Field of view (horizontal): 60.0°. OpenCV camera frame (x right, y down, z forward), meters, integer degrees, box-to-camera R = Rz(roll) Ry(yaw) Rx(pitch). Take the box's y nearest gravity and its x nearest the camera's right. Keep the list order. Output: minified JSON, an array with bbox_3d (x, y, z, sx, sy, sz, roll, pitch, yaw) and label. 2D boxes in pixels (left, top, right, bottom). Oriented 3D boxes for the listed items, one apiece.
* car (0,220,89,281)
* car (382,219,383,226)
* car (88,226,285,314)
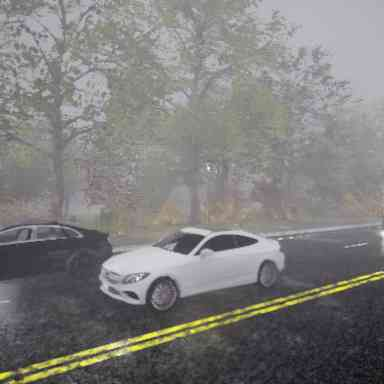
[{"bbox_3d":[-4.459,1.499,8.474,4.902,1.511,2.128,0,0,-35],"label":"car"},{"bbox_3d":[14.810,1.747,22.129,5.357,1.411,2.033,1,0,-35],"label":"car"},{"bbox_3d":[0.232,1.562,7.810,4.674,1.442,1.812,1,0,-35],"label":"car"}]
